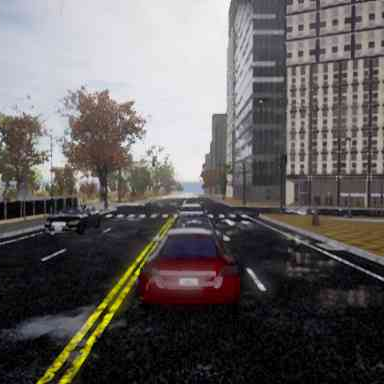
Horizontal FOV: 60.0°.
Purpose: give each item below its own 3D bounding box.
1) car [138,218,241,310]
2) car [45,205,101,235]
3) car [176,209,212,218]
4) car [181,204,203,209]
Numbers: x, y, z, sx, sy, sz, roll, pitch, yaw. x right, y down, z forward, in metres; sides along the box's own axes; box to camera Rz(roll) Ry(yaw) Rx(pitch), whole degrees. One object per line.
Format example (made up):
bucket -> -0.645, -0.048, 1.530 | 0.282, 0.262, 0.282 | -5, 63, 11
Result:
car -> -0.016, 1.546, 7.864 | 1.994, 1.385, 4.181 | 0, 0, 1
car -> -6.491, 1.490, 18.593 | 2.128, 1.511, 4.902 | 0, 0, 0
car -> 0.086, 1.573, 13.113 | 1.895, 1.301, 4.718 | 0, 0, 0
car -> 0.010, 1.505, 21.353 | 2.033, 1.411, 5.357 | 0, 0, 0
